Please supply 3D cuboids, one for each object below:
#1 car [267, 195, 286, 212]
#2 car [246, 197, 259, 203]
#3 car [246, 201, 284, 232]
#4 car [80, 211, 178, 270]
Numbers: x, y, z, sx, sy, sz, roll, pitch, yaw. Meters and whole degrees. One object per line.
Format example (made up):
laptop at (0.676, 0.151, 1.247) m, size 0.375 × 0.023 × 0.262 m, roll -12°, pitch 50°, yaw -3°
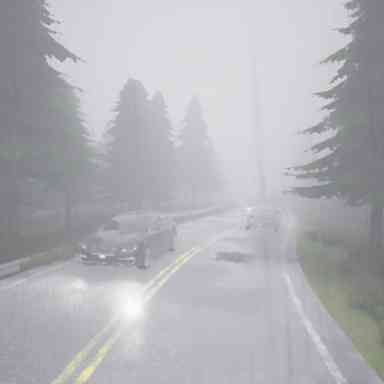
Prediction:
car at (10.591, 1.299, 41.750) m, size 2.150 × 2.045 × 5.566 m, roll 2°, pitch 0°, yaw 14°
car at (9.525, 1.490, 52.065) m, size 2.128 × 1.511 × 4.902 m, roll 1°, pitch 0°, yaw 12°
car at (4.520, 1.574, 20.743) m, size 1.812 × 1.442 × 4.674 m, roll 2°, pitch 0°, yaw 17°
car at (-1.808, 1.439, 11.068) m, size 1.837 × 1.490 × 4.892 m, roll 1°, pitch 0°, yaw 13°
